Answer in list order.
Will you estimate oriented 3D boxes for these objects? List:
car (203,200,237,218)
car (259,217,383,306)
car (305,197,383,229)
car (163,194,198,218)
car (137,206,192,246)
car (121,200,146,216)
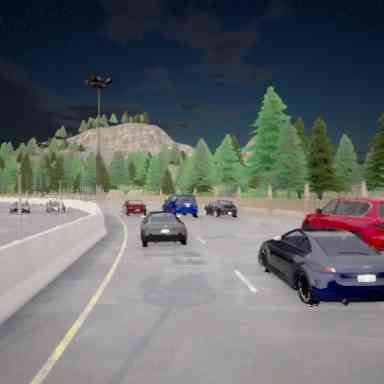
[{"bbox_3d":[2.479,1.502,29.927,1.837,1.490,4.892,0,0,-16],"label":"car"},{"bbox_3d":[3.057,1.554,8.109,1.994,1.385,4.181,0,0,-4],"label":"car"},{"bbox_3d":[6.158,1.200,12.404,2.150,2.045,5.566,0,0,-7],"label":"car"},{"bbox_3d":[-1.127,1.232,29.926,2.150,2.045,5.566,0,0,-17],"label":"car"},{"bbox_3d":[-1.418,1.573,15.594,1.994,1.385,4.181,0,0,-9],"label":"car"},{"bbox_3d":[-5.782,1.507,32.816,1.882,1.535,5.008,0,0,-19],"label":"car"}]
